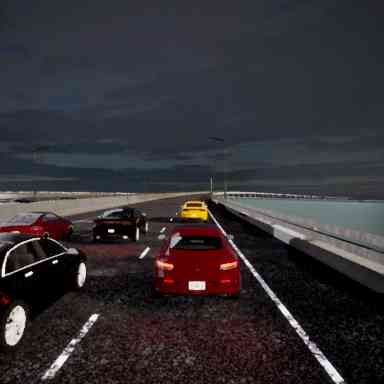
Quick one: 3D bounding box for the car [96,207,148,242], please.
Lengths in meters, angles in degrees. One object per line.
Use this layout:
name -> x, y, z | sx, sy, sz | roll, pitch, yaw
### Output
car -> -3.377, 1.480, 16.396 | 1.882, 1.535, 5.008 | 0, 0, 0

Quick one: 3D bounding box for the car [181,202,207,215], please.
car -> 0.175, 1.480, 25.890 | 1.882, 1.535, 5.008 | 0, 0, 0

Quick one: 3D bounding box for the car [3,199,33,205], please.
car -> -20.891, 1.529, 40.110 | 1.812, 1.442, 4.674 | 0, 0, 1

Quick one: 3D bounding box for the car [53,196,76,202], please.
car -> -17.300, 1.353, 45.358 | 2.097, 1.767, 4.553 | 0, 0, 1

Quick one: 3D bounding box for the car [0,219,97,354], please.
car -> -3.399, 1.506, 6.093 | 1.837, 1.490, 4.892 | 0, 0, 0

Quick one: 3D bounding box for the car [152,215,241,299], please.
car -> 0.102, 1.527, 8.314 | 1.812, 1.442, 4.674 | 0, 0, 0

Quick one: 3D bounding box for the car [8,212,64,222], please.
car -> -6.882, 1.566, 14.958 | 1.994, 1.385, 4.181 | 0, 0, 0
